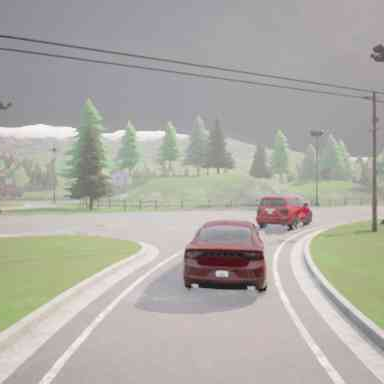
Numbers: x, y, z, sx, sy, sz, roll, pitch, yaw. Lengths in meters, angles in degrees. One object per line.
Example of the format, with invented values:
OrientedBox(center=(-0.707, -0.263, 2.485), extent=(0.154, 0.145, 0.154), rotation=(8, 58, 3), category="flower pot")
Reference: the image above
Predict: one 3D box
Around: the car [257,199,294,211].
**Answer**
OrientedBox(center=(11.050, 1.663, 43.831), extent=(4.674, 1.442, 1.812), rotation=(0, 0, -25), category="car")

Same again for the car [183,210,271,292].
OrientedBox(center=(1.012, 1.507, 9.178), extent=(1.882, 1.535, 5.008), rotation=(0, 0, 9), category="car")

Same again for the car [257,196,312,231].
OrientedBox(center=(6.097, 1.292, 21.694), extent=(2.150, 2.045, 5.566), rotation=(0, 0, 34), category="car")
